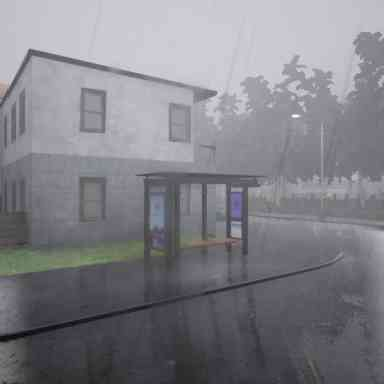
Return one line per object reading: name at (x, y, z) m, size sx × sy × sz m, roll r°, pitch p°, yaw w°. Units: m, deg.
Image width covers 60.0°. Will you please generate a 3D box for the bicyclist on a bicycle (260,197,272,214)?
bicyclist on a bicycle at (7.200, 1.349, 32.448) m, size 1.656 × 1.620 × 0.582 m, roll 0°, pitch 0°, yaw -35°
